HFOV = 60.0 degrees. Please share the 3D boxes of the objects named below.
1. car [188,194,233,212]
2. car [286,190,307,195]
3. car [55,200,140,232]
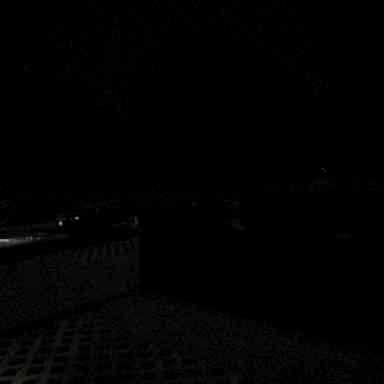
[{"bbox_3d":[1.532,0.910,27.102,2.128,1.511,4.902,0,1,35],"label":"car"},{"bbox_3d":[14.074,0.396,44.600,2.033,1.411,5.357,0,2,36],"label":"car"},{"bbox_3d":[-4.921,1.194,18.032,2.128,1.511,4.902,0,1,35],"label":"car"}]
